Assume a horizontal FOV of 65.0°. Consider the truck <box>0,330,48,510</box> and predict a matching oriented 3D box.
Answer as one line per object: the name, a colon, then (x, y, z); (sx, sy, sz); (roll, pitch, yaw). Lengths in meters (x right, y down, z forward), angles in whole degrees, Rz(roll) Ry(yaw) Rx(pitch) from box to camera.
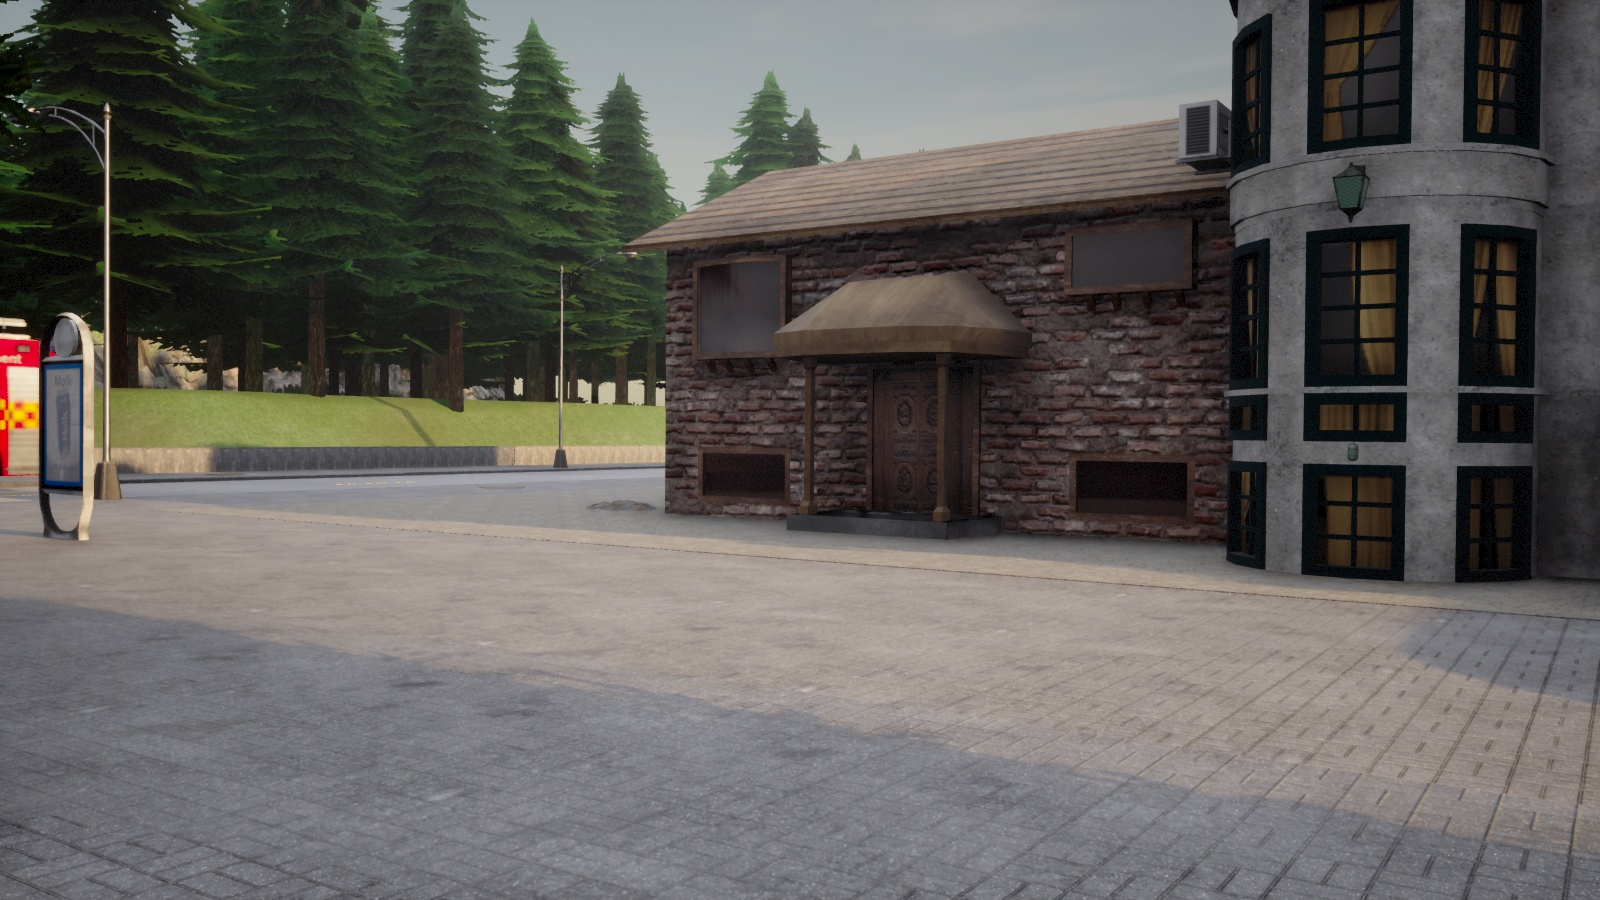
truck: (-20.057, -0.590, 24.798); (2.891, 3.827, 8.468); (0, 1, 34)
